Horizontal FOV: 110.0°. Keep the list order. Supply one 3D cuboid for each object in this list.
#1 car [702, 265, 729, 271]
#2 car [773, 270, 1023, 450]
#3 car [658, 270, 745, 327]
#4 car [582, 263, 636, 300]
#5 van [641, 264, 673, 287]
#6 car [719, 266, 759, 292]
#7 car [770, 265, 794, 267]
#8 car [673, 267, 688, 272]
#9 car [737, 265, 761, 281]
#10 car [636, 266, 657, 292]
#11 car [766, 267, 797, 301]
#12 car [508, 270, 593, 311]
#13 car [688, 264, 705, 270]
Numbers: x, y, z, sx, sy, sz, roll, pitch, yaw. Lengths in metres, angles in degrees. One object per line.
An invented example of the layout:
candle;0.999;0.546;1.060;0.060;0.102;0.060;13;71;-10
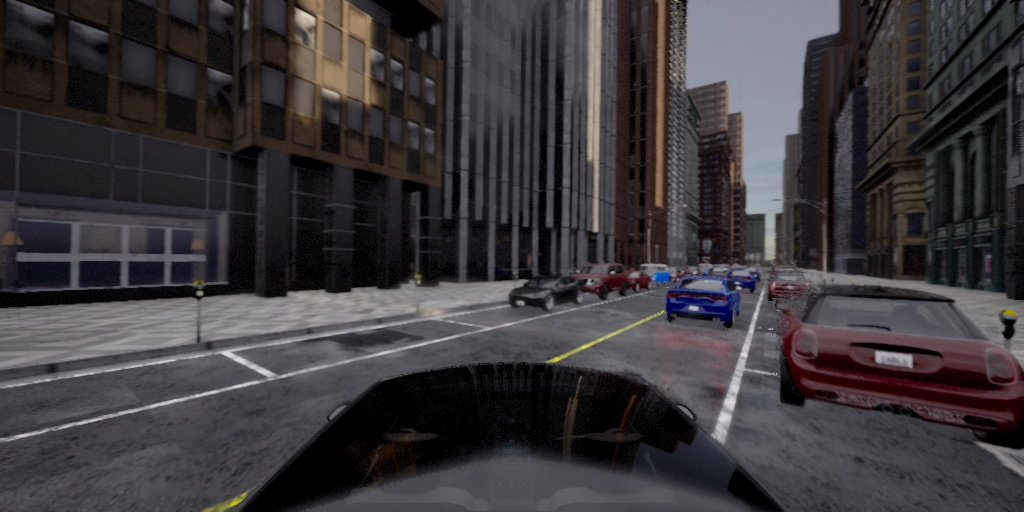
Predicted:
car;23.289;2.055;40.756;1.812;1.442;4.674;1;-1;36
car;5.630;1.242;5.847;2.097;1.767;4.553;1;-1;36
car;6.904;1.454;12.757;1.882;1.535;5.008;1;-1;36
car;4.912;1.323;20.022;2.192;1.841;5.009;0;0;36
van;11.513;1.552;29.159;1.690;1.789;3.998;0;0;36
car;16.911;1.761;26.608;1.882;1.535;5.008;1;-1;36
car;21.729;1.704;28.741;2.192;1.841;5.009;0;0;36
car;14.814;1.753;33.727;1.967;1.591;4.097;0;0;36
car;27.056;2.075;40.821;1.882;1.535;5.008;1;-1;36
car;8.213;1.655;24.591;1.888;1.381;4.507;0;0;36
car;15.127;1.626;19.605;1.967;1.591;4.097;0;0;36
car;1.612;1.473;15.454;1.948;1.339;4.313;0;0;36
car;21.415;1.956;42.864;1.967;1.591;4.097;0;0;36
